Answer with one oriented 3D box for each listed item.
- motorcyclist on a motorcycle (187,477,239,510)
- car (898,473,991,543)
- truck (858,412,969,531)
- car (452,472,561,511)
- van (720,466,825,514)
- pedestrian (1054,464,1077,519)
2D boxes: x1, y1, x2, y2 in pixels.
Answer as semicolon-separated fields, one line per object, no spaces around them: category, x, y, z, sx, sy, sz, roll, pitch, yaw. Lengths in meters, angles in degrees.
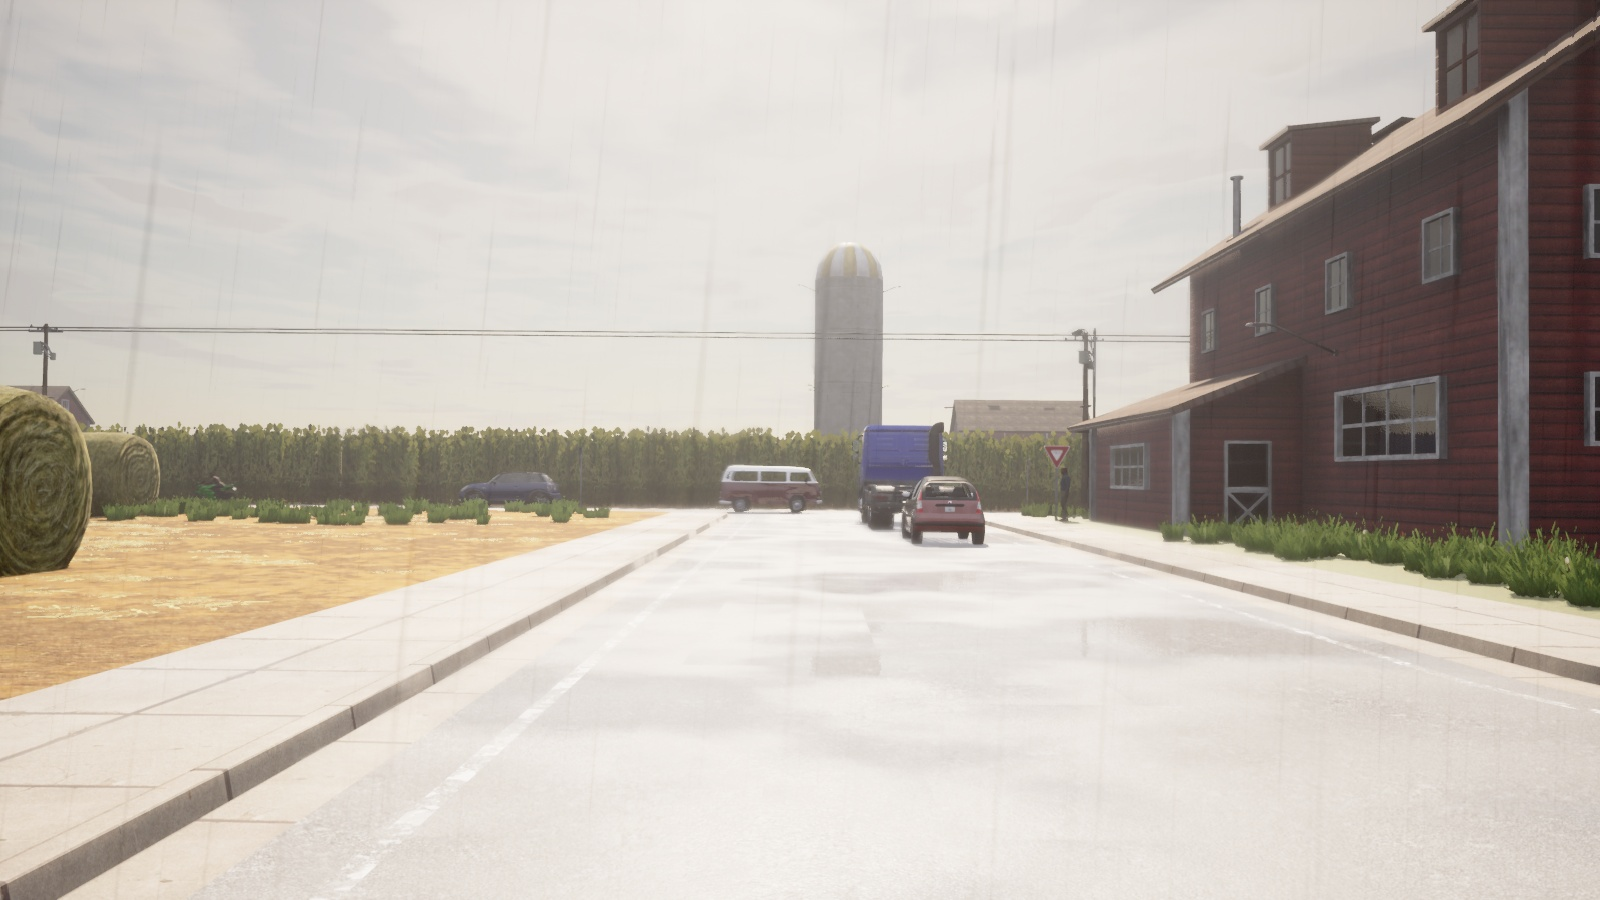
motorcyclist on a motorcycle;-27.384;2.021;58.608;2.044;1.523;0.797;0;-1;1
car;3.507;1.387;31.174;1.851;1.617;3.988;0;-1;0
truck;3.507;0.709;40.789;2.891;3.462;7.936;0;-1;0
car;-13.599;1.917;58.413;4.553;1.767;2.097;0;-1;1
van;-1.174;1.723;54.722;4.480;2.038;2.069;0;-1;1
pedestrian;8.822;1.383;41.788;0.726;1.835;0.370;0;-1;7
